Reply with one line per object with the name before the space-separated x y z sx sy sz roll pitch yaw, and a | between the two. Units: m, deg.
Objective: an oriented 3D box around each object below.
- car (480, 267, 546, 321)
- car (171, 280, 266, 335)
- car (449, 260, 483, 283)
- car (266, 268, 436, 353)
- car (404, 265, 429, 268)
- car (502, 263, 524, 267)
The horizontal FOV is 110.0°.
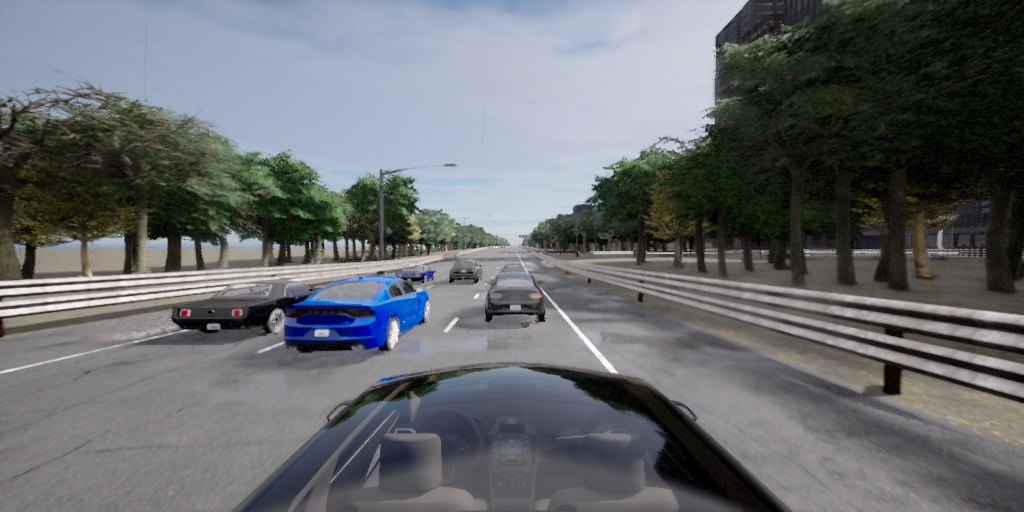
car | 0.098 1.271 12.266 1.812 1.442 4.674 0 0 0
car | -6.901 1.347 10.520 1.895 1.301 4.718 0 0 0
car | -3.401 1.062 27.299 2.097 1.767 4.553 0 0 0
car | -3.401 1.226 8.889 1.882 1.535 5.008 0 0 0
car | -6.902 1.316 26.275 1.895 1.301 4.718 0 0 0
car | 0.099 1.269 28.204 1.994 1.385 4.181 0 0 0
